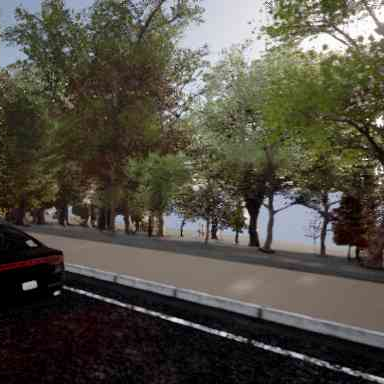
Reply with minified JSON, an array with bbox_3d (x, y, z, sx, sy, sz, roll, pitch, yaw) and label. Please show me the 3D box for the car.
[{"bbox_3d":[-4.768,1.408,7.061,5.008,1.535,1.882,1,0,35],"label":"car"}]
